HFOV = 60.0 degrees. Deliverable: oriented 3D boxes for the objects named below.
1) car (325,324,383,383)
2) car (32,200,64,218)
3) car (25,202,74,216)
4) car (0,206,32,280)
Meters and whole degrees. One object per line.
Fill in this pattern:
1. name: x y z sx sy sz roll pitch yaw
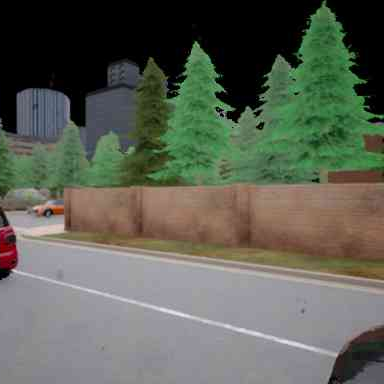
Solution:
1. car: 3.275 1.480 1.657 4.902 1.511 2.128 0 0 35
2. car: -13.678 1.554 33.391 2.097 1.767 4.553 0 0 35
3. car: -15.637 1.826 36.680 1.895 1.301 4.718 0 0 35
4. car: -6.798 1.293 8.876 5.566 2.045 2.150 0 0 37
